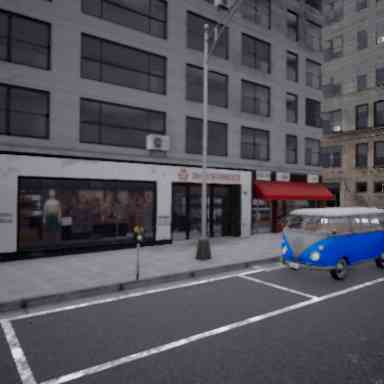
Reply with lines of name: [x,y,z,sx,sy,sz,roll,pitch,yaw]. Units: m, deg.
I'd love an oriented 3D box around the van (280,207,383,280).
van: [4.324,1.356,9.717,3.998,1.788,1.690,0,1,-35]
